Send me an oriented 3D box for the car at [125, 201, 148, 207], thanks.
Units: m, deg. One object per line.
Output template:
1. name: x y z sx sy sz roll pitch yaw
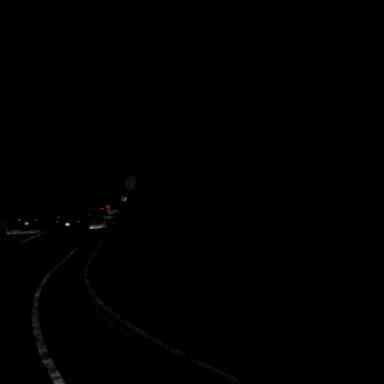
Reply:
1. car: -13.693 2.976 81.613 5.366 1.575 1.946 1 -1 -11

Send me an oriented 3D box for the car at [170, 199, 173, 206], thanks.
1. car: -2.891 3.228 92.523 4.892 1.521 2.231 1 -1 -11

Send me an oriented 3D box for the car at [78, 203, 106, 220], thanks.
1. car: -10.936 2.262 36.720 1.882 1.535 5.008 1 -1 -11

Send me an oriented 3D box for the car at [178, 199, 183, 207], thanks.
1. car: -0.104 3.004 78.812 5.008 1.535 2.097 0 -1 -11

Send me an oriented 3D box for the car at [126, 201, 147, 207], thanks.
1. car: -14.457 3.069 87.225 5.366 1.575 1.946 1 -1 -11

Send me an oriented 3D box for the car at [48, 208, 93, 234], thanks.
1. car: -8.457 2.109 23.597 1.994 1.385 4.181 1 -1 -11

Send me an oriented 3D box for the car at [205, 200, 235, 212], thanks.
1. car: 4.930 2.449 53.772 4.553 1.767 2.185 1 0 -12

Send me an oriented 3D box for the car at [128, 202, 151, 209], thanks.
1. car: -10.691 2.795 67.807 4.674 1.452 2.002 1 -1 -11

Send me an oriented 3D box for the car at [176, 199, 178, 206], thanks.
1. car: -0.676 3.049 81.577 5.008 1.535 2.097 1 -1 -11

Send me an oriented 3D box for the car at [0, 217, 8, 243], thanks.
1. car: -10.525 1.737 15.769 2.097 1.767 4.553 0 -1 -10

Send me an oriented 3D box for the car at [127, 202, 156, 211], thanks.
1. car: -9.009 2.617 59.501 5.008 1.535 2.097 1 -1 -11

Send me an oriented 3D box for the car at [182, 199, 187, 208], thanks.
1. car: 1.038 2.912 73.155 5.008 1.535 2.097 1 -1 -12

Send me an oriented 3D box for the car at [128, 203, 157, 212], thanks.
1. car: -8.442 2.609 56.731 4.674 1.452 2.002 1 -1 -11

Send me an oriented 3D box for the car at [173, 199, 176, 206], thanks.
1. car: -1.792 3.139 87.111 5.008 1.535 2.097 0 -1 -11

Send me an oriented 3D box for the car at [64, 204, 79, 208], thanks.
1. car: -15.841 2.378 44.322 1.882 1.535 5.008 0 -1 -10

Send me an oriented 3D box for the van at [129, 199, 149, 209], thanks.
1. van: -11.705 2.621 73.372 4.442 1.987 1.878 1 -1 -11

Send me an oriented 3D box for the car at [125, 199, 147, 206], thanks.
1. car: -15.173 2.865 89.966 5.566 2.045 2.435 1 -1 -11

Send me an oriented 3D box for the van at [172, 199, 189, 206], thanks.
1. van: -3.344 3.047 95.317 4.442 1.987 1.878 1 -1 -11

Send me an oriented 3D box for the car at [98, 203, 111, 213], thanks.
1. car: -14.783 2.590 56.330 1.882 1.535 5.008 1 -1 -11

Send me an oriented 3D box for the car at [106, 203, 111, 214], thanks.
1. car: -12.974 2.455 46.946 2.128 1.511 4.902 1 -1 -11

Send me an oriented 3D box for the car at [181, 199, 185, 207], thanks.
1. car: 0.508 2.987 75.928 4.792 1.488 2.163 1 -1 -11

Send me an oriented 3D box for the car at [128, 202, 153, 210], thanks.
1. car: -10.133 2.750 65.037 4.674 1.452 2.002 1 -1 -11

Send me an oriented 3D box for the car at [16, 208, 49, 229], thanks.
1. car: -12.570 2.075 26.775 2.128 1.511 4.902 1 -1 -11

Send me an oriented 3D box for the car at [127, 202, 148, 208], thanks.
1. car: -12.387 2.930 76.112 4.674 1.452 2.002 1 -1 -11

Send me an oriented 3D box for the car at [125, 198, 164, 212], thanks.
1. car: -7.903 2.268 53.963 5.566 2.045 2.435 1 -1 -11

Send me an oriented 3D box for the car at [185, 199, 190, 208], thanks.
1. car: 1.601 2.867 70.388 5.008 1.535 2.097 0 -1 -12

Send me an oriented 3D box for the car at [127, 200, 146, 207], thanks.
1. car: -14.044 2.900 84.427 4.553 1.767 2.185 1 -1 -11

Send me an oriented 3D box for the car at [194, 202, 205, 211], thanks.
1. car: 3.812 2.432 59.444 5.566 2.045 2.435 0 -1 -12

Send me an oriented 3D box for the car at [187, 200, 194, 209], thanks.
1. car: 2.166 2.823 67.622 4.892 1.521 2.231 1 -1 -12
